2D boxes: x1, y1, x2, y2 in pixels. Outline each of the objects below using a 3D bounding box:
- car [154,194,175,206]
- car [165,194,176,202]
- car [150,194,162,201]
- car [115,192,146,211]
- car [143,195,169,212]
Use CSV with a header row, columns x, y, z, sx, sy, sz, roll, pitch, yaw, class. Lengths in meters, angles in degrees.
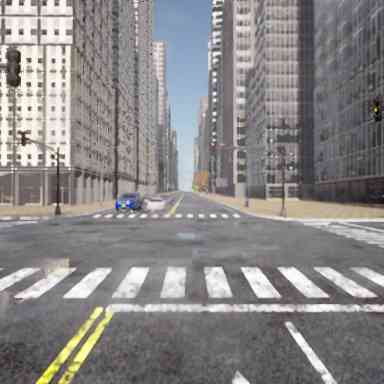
x,y,z,sx,sy,sz,roll,pitch,yaw,class
-4.094,1.129,50.602,2.097,1.767,4.553,0,0,-1,car
-4.297,1.243,66.787,2.033,1.411,5.357,0,0,-1,car
-7.609,1.202,70.484,2.033,1.411,5.357,0,0,-1,car
-7.123,1.053,37.799,2.150,2.045,5.566,0,1,2,car
-3.861,1.369,36.375,1.812,1.442,4.674,0,0,-1,car
